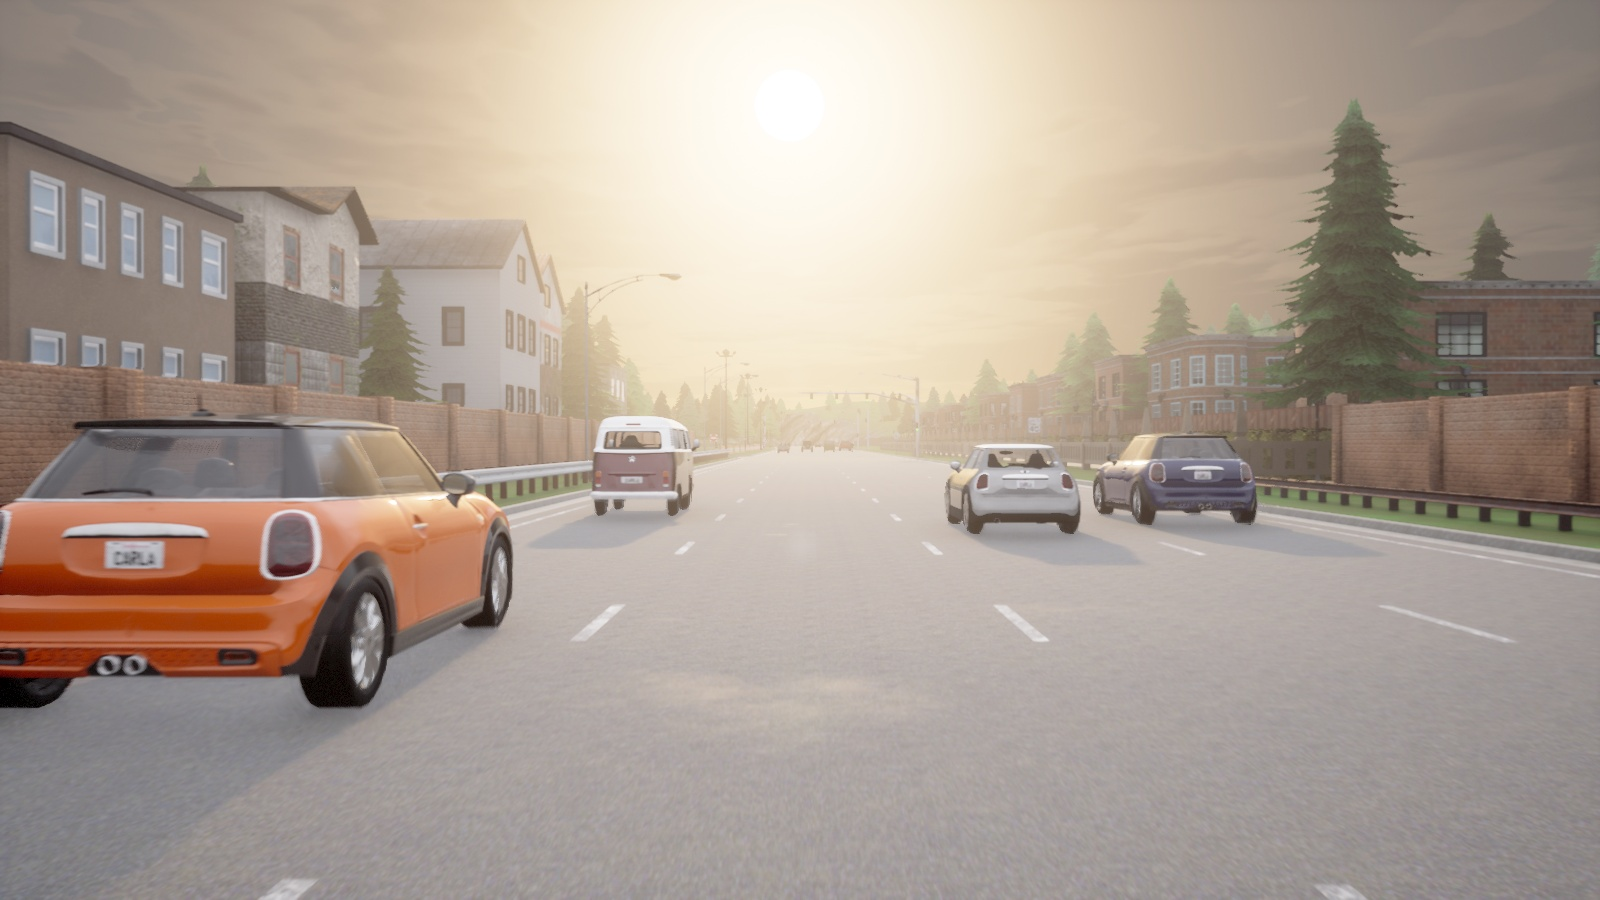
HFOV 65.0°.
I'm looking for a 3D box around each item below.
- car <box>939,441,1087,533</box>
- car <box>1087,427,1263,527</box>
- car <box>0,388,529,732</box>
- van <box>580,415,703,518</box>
[{"bbox_3d":[3.641,0.590,22.099,1.970,1.475,3.806,0,0,0],"label":"car"},{"bbox_3d":[7.155,0.472,24.495,2.097,1.767,4.553,0,0,0],"label":"car"},{"bbox_3d":[-3.435,0.553,8.741,2.097,1.767,4.553,0,0,0],"label":"car"},{"bbox_3d":[-3.330,0.314,27.229,2.069,2.038,4.480,0,0,0],"label":"van"}]
